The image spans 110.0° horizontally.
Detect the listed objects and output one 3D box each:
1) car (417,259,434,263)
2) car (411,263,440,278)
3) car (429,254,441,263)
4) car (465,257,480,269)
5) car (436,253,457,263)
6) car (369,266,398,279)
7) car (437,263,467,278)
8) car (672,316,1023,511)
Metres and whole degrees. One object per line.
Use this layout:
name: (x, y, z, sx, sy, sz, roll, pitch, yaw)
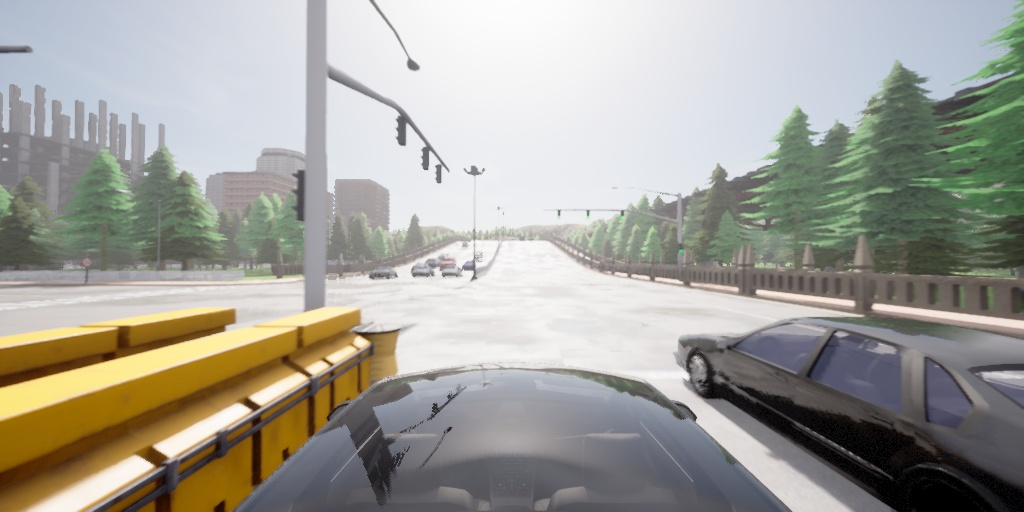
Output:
car: (-14.045, 1.693, 55.242, 2.128, 1.511, 4.902, 0, 2, 1)
car: (-10.596, 1.859, 43.273, 2.033, 1.411, 5.357, 0, -1, 0)
car: (-13.955, 1.160, 62.936, 2.097, 1.767, 4.553, 0, 4, 0)
car: (-7.014, 1.472, 59.811, 1.882, 1.535, 5.008, 0, 3, 1)
car: (-10.512, 1.209, 59.827, 2.150, 2.045, 5.566, 0, 4, 1)
car: (-14.002, 1.826, 39.273, 1.994, 1.385, 4.181, 0, -1, 0)
car: (-7.097, 1.853, 42.814, 2.033, 1.411, 5.357, 0, -1, 0)
car: (3.586, 1.322, 3.522, 2.033, 1.411, 5.357, 0, -1, 0)
